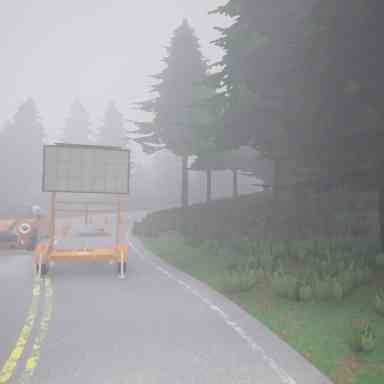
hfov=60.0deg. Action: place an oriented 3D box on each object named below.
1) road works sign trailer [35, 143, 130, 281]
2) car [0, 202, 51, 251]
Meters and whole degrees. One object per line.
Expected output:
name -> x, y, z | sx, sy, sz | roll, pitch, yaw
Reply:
road works sign trailer -> -3.093, 0.424, 9.792 | 2.380, 3.560, 2.880 | 2, 0, -15
car -> -7.003, 1.228, 13.145 | 2.097, 1.767, 4.553 | 1, 0, -14
